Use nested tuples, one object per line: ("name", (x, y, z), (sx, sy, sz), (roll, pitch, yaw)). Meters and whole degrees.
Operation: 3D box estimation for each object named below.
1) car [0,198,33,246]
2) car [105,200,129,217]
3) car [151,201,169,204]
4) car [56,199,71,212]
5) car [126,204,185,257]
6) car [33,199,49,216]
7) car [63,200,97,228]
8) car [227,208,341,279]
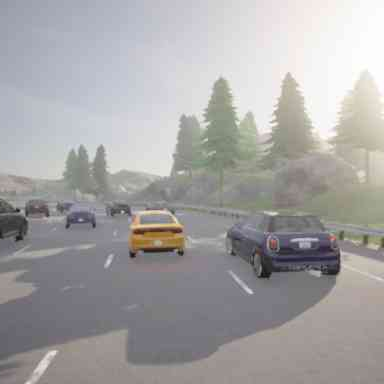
("car", (-8.662, 1.269, 13.792), (2.150, 2.045, 5.566), (0, 0, -11))
("car", (-7.014, 1.500, 31.543), (1.837, 1.490, 4.892), (0, 0, -22))
("car", (-3.006, 1.524, 30.867), (1.994, 1.385, 4.181), (-1, 0, -22))
("car", (-14.785, 1.574, 39.197), (1.812, 1.442, 4.674), (-1, 0, -29))
("car", (-1.490, 1.463, 13.087), (1.882, 1.535, 5.008), (0, 0, -10))
("car", (-15.197, 1.418, 32.592), (2.097, 1.767, 4.553), (-1, 0, -25))
("car", (-7.522, 1.544, 22.695), (1.812, 1.442, 4.674), (-1, 0, -17))
("car", (2.489, 1.307, 10.179), (2.097, 1.767, 4.553), (-1, 0, -7))
